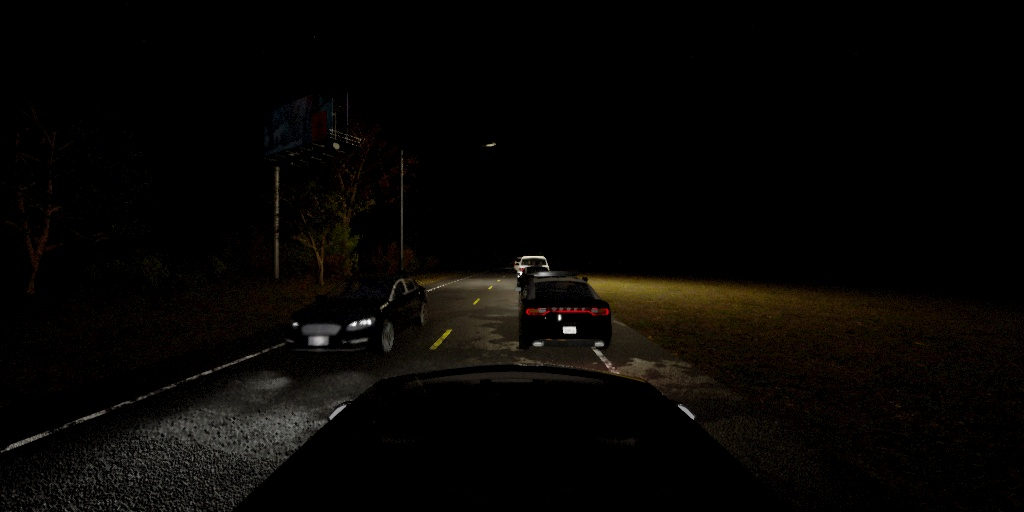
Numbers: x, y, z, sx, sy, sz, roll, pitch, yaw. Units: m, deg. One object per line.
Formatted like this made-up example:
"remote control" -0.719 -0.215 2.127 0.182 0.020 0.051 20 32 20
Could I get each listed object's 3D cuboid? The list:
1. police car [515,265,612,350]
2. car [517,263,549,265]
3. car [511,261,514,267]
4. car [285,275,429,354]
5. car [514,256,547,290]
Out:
"police car" 1.105 1.184 9.266 1.930 1.638 5.238 0 0 1
"car" 1.289 1.296 19.122 1.837 1.490 4.892 0 0 1
"car" 1.427 1.202 46.476 2.150 2.045 5.566 0 0 4
"car" -3.415 1.250 8.834 2.128 1.511 4.902 0 0 1
"car" 1.463 1.044 25.131 2.150 2.045 5.566 0 0 2
